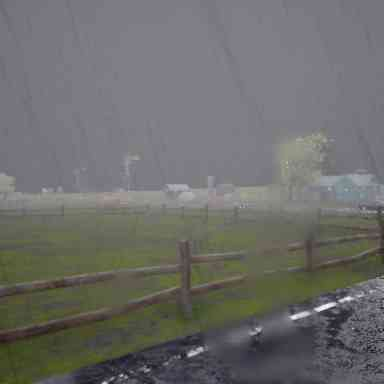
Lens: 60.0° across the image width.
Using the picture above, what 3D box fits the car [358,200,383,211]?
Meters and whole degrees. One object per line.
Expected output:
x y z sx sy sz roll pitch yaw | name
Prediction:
24.317 1.841 43.366 1.837 1.490 4.892 -1 2 -36 | car

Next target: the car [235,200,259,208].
10.347 2.213 62.866 1.895 1.301 4.718 -1 0 -36 | car
